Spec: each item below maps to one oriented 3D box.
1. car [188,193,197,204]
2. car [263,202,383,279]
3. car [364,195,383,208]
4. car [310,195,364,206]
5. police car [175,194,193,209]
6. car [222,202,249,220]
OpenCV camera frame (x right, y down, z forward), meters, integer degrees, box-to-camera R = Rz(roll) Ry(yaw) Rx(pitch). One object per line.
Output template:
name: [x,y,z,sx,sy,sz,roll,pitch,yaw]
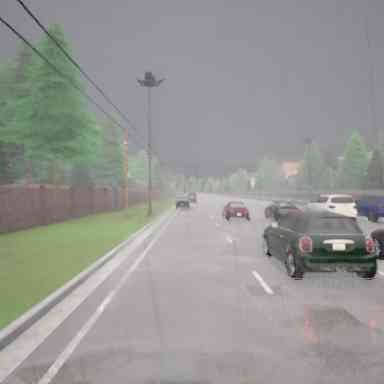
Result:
car: [0.012,1.495,64.384,1.882,1.535,5.008,0,0,0]
car: [3.591,1.354,10.239,2.097,1.767,4.553,0,0,0]
car: [14.098,1.227,25.693,2.150,2.045,5.566,0,0,0]
car: [10.598,1.227,25.742,2.150,2.045,5.566,0,0,0]
police car: [-1.217,1.435,45.390,1.930,1.638,5.238,0,0,0]
car: [3.589,1.531,27.613,1.812,1.442,4.674,0,0,0]
